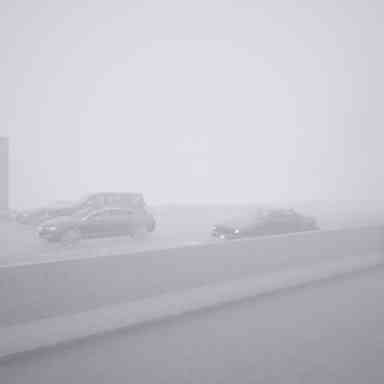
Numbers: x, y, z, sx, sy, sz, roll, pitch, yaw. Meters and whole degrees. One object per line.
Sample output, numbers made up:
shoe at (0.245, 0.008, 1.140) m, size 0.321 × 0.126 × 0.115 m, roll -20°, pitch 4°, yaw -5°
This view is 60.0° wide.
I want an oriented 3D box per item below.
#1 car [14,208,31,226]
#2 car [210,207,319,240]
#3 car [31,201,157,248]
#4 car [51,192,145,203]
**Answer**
car at (-7.813, 1.250, 19.850) m, size 4.902 × 1.511 × 2.128 m, roll 0°, pitch 1°, yaw -34°
car at (3.413, 1.409, 14.817) m, size 5.357 × 1.411 × 2.033 m, roll 0°, pitch 1°, yaw -34°
car at (-3.849, 1.328, 14.082) m, size 4.902 × 1.511 × 2.128 m, roll 0°, pitch 1°, yaw -34°
car at (-4.959, 1.017, 17.561) m, size 5.566 × 2.045 × 2.150 m, roll 0°, pitch 1°, yaw -34°
